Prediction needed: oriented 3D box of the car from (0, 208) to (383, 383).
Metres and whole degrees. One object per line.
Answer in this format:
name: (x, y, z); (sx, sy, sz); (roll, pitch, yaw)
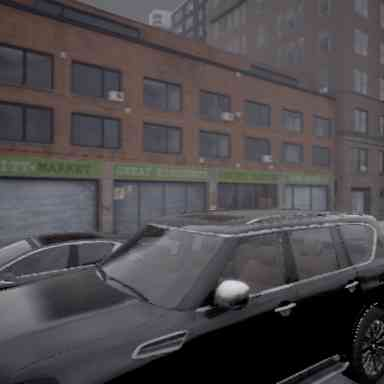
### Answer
car: (0.335, 1.254, 3.924); (5.566, 2.045, 2.150); (1, -1, -36)

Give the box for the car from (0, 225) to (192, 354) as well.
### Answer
car: (-2.535, 1.521, 5.869); (4.892, 1.490, 1.837); (1, -1, -36)
